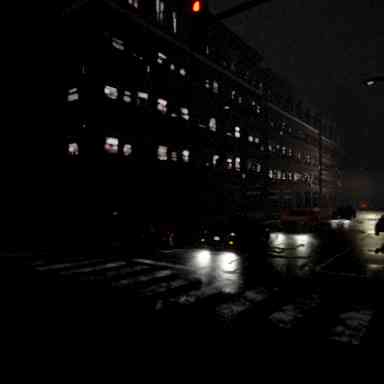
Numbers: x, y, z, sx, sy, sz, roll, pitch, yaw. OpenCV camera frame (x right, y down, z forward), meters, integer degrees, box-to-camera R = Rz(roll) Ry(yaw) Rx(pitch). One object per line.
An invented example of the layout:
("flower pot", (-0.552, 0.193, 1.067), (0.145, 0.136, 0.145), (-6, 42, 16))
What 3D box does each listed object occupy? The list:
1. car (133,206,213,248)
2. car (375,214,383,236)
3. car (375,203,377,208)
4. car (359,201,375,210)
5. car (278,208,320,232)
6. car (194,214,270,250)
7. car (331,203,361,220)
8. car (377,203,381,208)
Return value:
("car", (-0.671, 1.620, 16.586), (2.192, 1.841, 5.009), (-2, -2, 35))
("car", (12.719, 2.050, 21.166), (1.802, 1.307, 4.206), (-2, -2, 35))
("car", (38.395, 3.004, 72.492), (1.967, 1.590, 4.097), (-2, -2, 35))
("car", (35.139, 2.772, 67.837), (2.192, 1.841, 5.009), (-2, -2, 35))
("car", (7.883, 1.972, 24.272), (1.882, 1.535, 5.008), (0, -1, 35))
("car", (2.206, 1.878, 16.147), (1.994, 1.385, 4.181), (0, -1, 35))
("car", (17.171, 2.339, 37.514), (2.033, 1.411, 5.357), (0, -1, 35))
("car", (44.907, 3.343, 81.807), (1.947, 1.339, 4.313), (-2, -2, 35))
